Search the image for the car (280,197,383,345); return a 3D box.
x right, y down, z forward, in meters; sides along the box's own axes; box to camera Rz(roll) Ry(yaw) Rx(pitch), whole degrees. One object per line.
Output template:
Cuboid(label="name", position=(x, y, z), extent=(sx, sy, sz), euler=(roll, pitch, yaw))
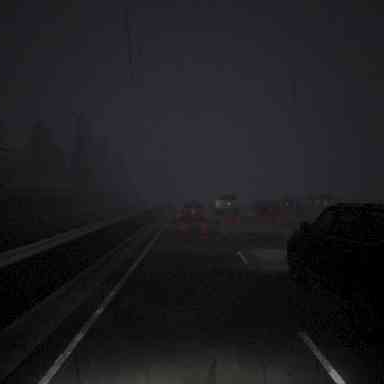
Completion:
Cuboid(label="car", position=(3.599, 1.218, 6.521), extent=(2.150, 2.045, 5.566), euler=(0, 0, 0))

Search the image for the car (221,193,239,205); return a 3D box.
Cuboid(label="car", position=(6.778, 1.213, 60.107), extent=(2.150, 2.045, 5.566), euler=(0, 0, -4))

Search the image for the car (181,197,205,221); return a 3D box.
Cuboid(label="car", position=(0.092, 1.453, 27.155), extent=(1.801, 1.575, 5.366), euler=(0, 0, 0))

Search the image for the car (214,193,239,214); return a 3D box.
Cuboid(label="car", position=(3.590, 1.215, 34.936), extent=(2.150, 2.045, 5.566), euler=(0, 0, 0))

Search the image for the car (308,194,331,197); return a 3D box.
Cuboid(label="car", position=(14.089, 1.214, 37.789), extent=(2.150, 2.045, 5.566), euler=(0, 0, 0))

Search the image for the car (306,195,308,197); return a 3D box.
Cuboid(label="car", position=(10.588, 1.348, 36.386), extent=(2.097, 1.767, 4.553), euler=(0, 0, 0))

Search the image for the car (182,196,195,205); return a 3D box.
Cuboid(label="car", position=(-0.648, 1.556, 61.906), extent=(1.994, 1.385, 4.181), euler=(0, 0, -6))

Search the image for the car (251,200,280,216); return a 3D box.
Cuboid(label="car", position=(7.091, 1.473, 32.696), extent=(1.882, 1.535, 5.008), euler=(0, 0, 0))
